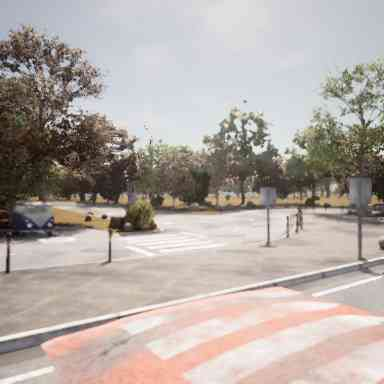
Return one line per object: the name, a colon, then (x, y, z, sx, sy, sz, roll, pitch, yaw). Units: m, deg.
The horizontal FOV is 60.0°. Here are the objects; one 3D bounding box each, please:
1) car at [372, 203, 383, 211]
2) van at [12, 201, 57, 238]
car: (26.515, 1.951, 44.555, 4.181, 1.385, 1.994, 2, 2, 13)
van: (-9.481, 1.562, 19.839, 1.878, 1.987, 4.442, 2, -1, -36)
